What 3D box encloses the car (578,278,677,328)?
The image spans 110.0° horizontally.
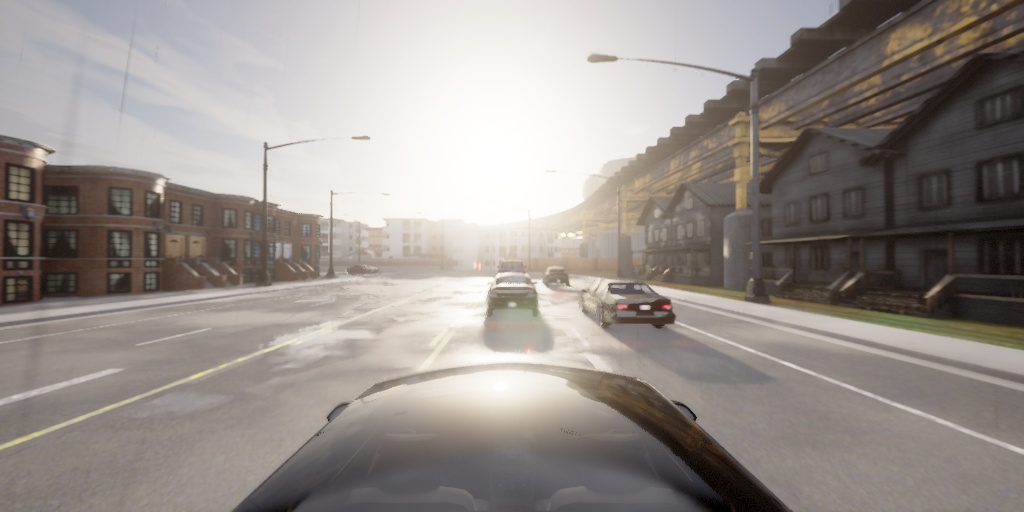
[{"bbox_3d":[3.519,1.440,11.958,2.033,1.411,5.357,0,-1,0],"label":"car"}]

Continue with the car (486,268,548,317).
[{"bbox_3d":[0.041,1.415,14.143,2.128,1.511,4.902,0,-1,1],"label":"car"}]

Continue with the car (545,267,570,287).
[{"bbox_3d":[3.517,1.638,29.161,1.837,1.490,4.892,0,0,0],"label":"car"}]

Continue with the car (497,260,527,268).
[{"bbox_3d":[0.013,1.340,28.080,2.150,2.045,5.566,0,-1,0],"label":"car"}]

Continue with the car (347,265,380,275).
[{"bbox_3d":[-21.822,1.975,51.993,4.674,1.442,1.812,-1,-1,29],"label":"car"}]
